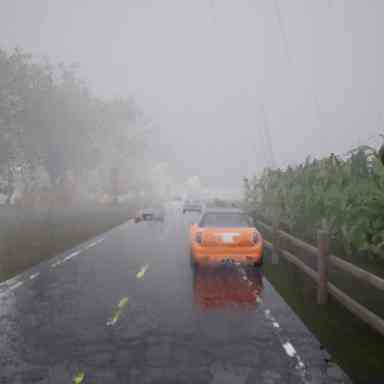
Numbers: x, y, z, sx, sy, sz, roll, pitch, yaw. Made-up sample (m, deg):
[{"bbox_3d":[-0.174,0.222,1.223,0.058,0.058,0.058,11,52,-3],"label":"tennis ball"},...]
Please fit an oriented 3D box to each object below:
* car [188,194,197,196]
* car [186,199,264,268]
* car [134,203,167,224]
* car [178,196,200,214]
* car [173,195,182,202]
[{"bbox_3d":[0.067,1.106,46.957,2.097,1.767,4.553,0,0,0],"label":"car"},{"bbox_3d":[0.968,1.290,11.199,2.097,1.767,4.553,0,0,0],"label":"car"},{"bbox_3d":[-2.833,1.439,23.449,1.994,1.385,4.181,0,0,0],"label":"car"},{"bbox_3d":[0.050,1.374,32.883,2.033,1.411,5.357,0,0,1],"label":"car"},{"bbox_3d":[-2.720,1.262,65.047,1.895,1.301,4.718,0,0,0],"label":"car"}]
